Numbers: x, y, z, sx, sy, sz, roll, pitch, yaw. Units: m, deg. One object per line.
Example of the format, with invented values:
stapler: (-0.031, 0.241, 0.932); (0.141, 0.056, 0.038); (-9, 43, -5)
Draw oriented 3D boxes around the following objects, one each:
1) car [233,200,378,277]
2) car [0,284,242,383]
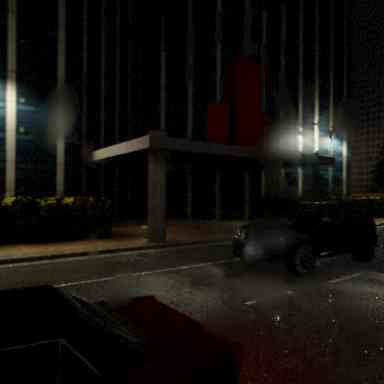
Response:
car: (3.901, 1.311, 10.955); (5.566, 2.045, 2.150); (1, -1, -35)
car: (-1.934, 1.599, 2.572); (4.718, 1.301, 1.895); (1, 0, -35)
